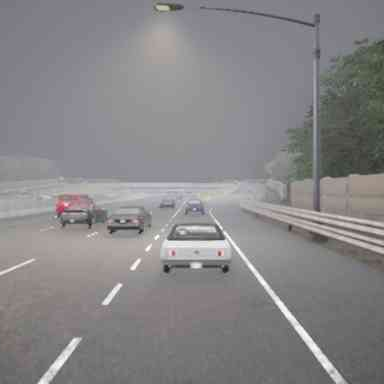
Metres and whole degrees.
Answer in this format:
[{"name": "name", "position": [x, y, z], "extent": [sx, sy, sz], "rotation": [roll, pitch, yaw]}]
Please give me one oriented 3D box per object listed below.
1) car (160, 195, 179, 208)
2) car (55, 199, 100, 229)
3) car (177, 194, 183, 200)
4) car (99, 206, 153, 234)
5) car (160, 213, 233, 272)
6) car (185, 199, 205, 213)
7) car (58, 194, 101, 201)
[{"name": "car", "position": [-3.291, 1.488, 46.313], "extent": [1.994, 1.385, 4.181], "rotation": [0, 0, 0]}, {"name": "car", "position": [-6.839, 1.458, 21.457], "extent": [2.128, 1.511, 4.902], "rotation": [0, 0, 0]}, {"name": "car", "position": [-3.227, 1.337, 83.402], "extent": [2.128, 1.511, 4.902], "rotation": [0, 1, 0]}, {"name": "car", "position": [-3.452, 1.518, 19.174], "extent": [2.033, 1.411, 5.357], "rotation": [0, 0, 0]}, {"name": "car", "position": [0.119, 1.586, 10.715], "extent": [1.895, 1.301, 4.718], "rotation": [0, 0, 0]}, {"name": "car", "position": [0.319, 1.471, 34.013], "extent": [1.812, 1.442, 4.674], "rotation": [0, 0, 2]}, {"name": "car", "position": [-10.303, 1.173, 29.911], "extent": [2.150, 2.045, 5.566], "rotation": [0, 0, 0]}]
